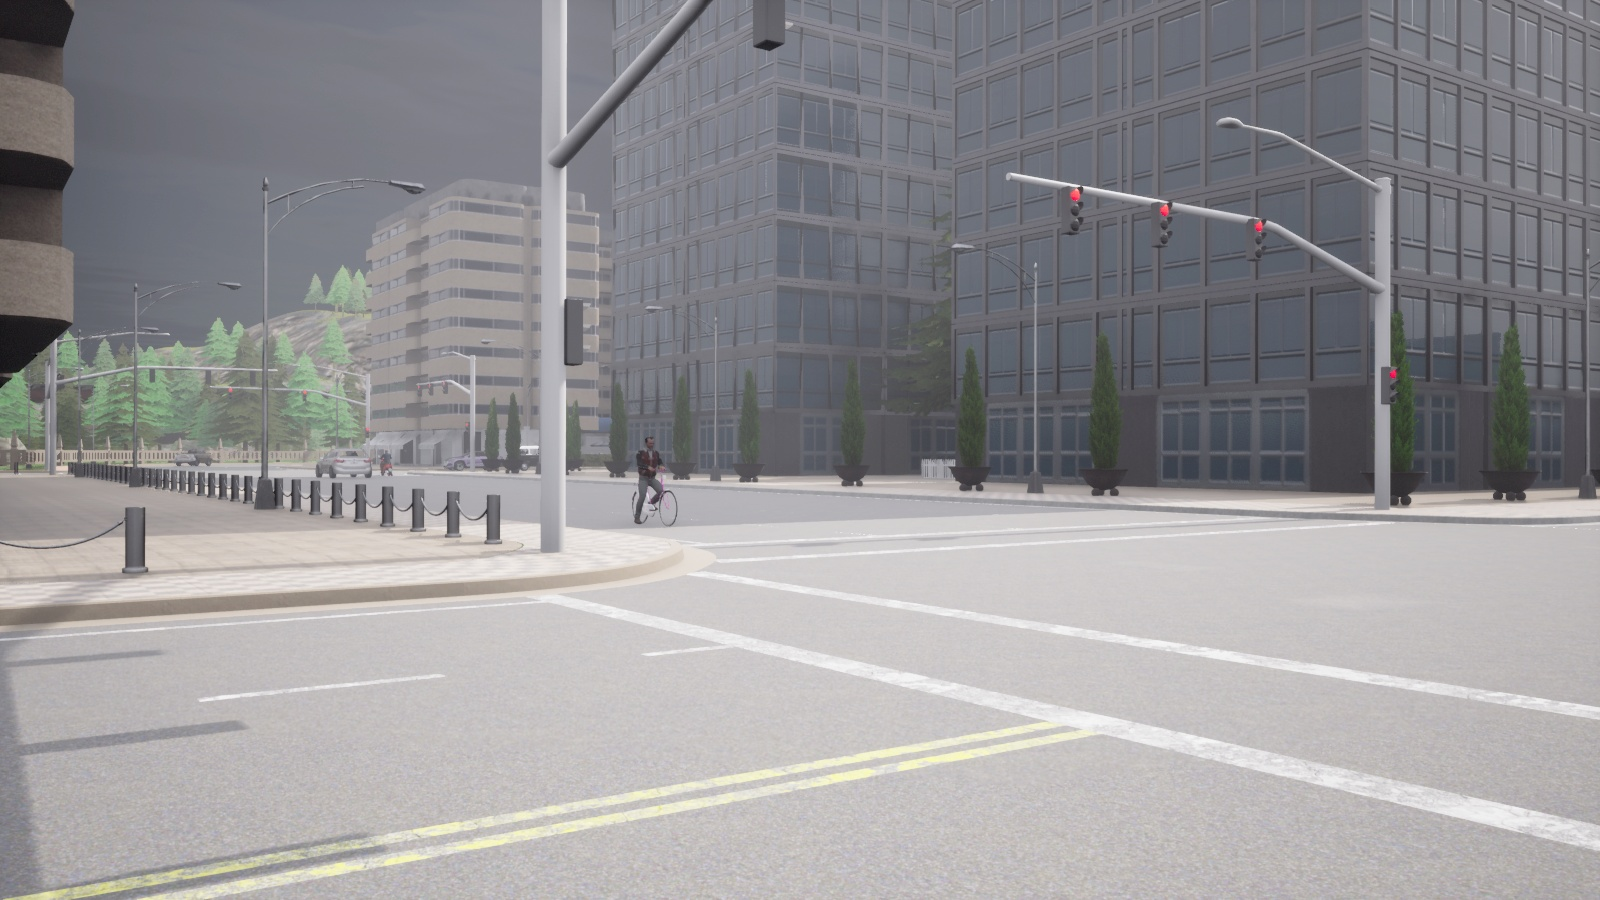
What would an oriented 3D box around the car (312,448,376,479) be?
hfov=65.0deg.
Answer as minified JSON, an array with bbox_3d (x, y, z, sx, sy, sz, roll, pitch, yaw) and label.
[{"bbox_3d":[-25.523,0.760,70.225,2.242,1.667,4.611,0,0,-35],"label":"car"}]

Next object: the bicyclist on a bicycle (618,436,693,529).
[{"bbox_3d":[-2.865,0.627,24.769,0.659,1.776,1.843,0,0,-35],"label":"bicyclist on a bicycle"}]
